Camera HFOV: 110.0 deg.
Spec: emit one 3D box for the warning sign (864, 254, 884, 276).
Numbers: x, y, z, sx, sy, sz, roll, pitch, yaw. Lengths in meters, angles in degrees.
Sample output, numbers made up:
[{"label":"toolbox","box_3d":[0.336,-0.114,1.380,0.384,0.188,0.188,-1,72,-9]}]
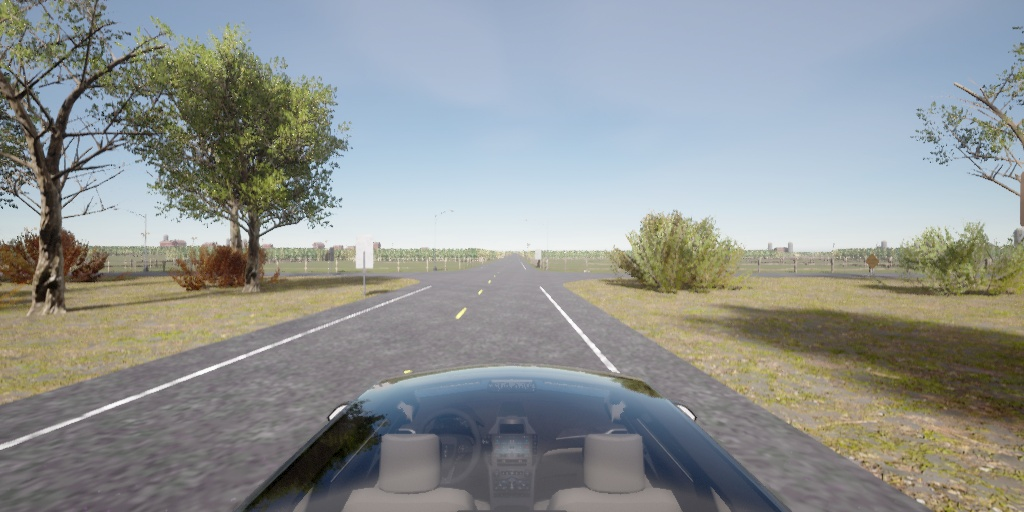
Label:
[{"label":"warning sign","box_3d":[30.795,0.735,30.595,1.060,1.860,1.300,0,0,5]}]
